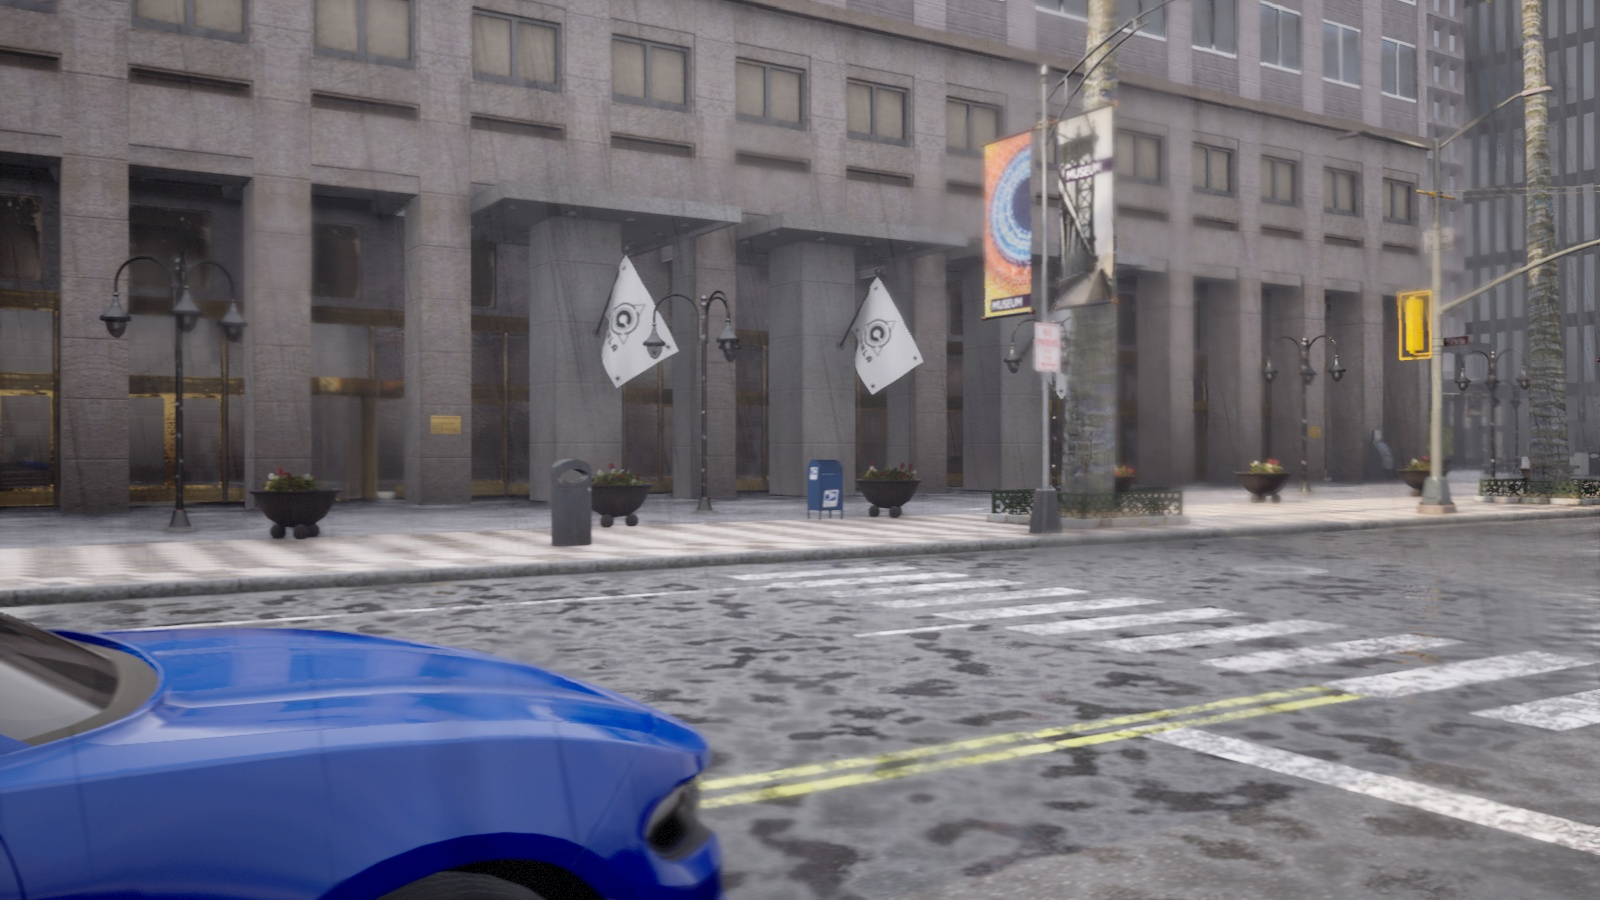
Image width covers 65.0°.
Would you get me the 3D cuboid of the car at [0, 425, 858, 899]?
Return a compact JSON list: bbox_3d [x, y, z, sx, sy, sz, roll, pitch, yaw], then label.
[{"bbox_3d":[-2.457,0.739,1.996,5.008,1.535,1.882,0,0,-36],"label":"car"}]
